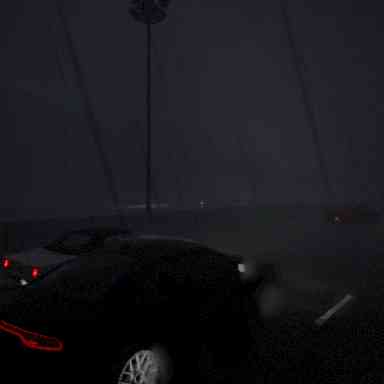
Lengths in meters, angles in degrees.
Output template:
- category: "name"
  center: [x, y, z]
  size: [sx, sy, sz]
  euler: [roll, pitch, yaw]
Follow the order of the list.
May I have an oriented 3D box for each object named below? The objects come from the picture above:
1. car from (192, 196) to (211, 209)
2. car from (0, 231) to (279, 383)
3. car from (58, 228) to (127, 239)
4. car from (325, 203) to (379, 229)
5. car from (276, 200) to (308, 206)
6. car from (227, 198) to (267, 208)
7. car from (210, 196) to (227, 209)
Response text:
- category: "car"
  center: [2.223, 1.341, 42.661]
  size: [4.553, 1.767, 2.097]
  euler: [0, 0, -40]
- category: "car"
  center: [-0.375, 1.475, 5.078]
  size: [1.882, 1.535, 5.008]
  euler: [0, 0, 39]
- category: "car"
  center: [-2.041, 1.597, 8.569]
  size: [1.895, 1.301, 4.718]
  euler: [0, 0, 40]
- category: "car"
  center: [10.619, 1.478, 21.874]
  size: [5.008, 1.535, 1.882]
  euler: [0, 0, -43]
- category: "car"
  center: [11.298, 1.598, 36.558]
  size: [4.718, 1.301, 1.895]
  euler: [0, 0, -39]
- category: "car"
  center: [6.462, 1.519, 37.112]
  size: [4.674, 1.442, 1.812]
  euler: [0, 0, -40]
- category: "car"
  center: [4.978, 1.469, 40.423]
  size: [5.008, 1.535, 1.882]
  euler: [0, 0, -39]
